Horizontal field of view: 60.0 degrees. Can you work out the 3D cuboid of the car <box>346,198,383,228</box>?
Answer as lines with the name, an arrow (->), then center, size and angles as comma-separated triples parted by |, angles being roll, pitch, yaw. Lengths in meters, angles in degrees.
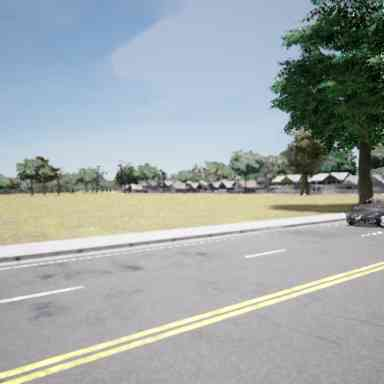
car -> 11.006, 1.168, 19.586 | 4.892, 1.490, 1.837 | -1, 1, -36
